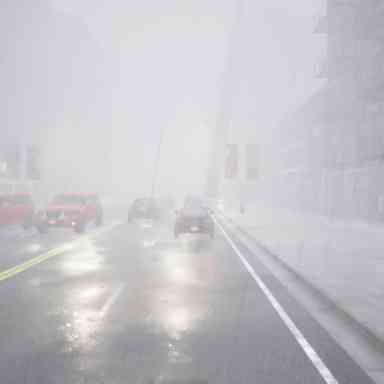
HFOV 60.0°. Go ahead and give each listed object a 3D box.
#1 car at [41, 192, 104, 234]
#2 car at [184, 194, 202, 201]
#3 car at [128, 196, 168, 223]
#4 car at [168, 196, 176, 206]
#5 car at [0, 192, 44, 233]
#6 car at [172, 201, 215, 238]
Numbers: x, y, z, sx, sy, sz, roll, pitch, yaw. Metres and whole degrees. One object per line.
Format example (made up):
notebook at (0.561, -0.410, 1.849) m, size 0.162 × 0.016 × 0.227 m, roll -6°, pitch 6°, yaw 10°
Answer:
car at (-6.523, 1.040, 18.390) m, size 2.150 × 2.045 × 5.566 m, roll 0°, pitch 1°, yaw 1°
car at (0.113, 0.968, 38.816) m, size 2.097 × 1.767 × 4.553 m, roll 0°, pitch 0°, yaw 0°
car at (-3.142, 1.118, 23.540) m, size 2.097 × 1.767 × 4.553 m, roll 0°, pitch 0°, yaw 0°
car at (-3.137, 1.148, 42.238) m, size 1.994 × 1.385 × 4.181 m, roll 0°, pitch 1°, yaw 0°
car at (-9.796, 1.060, 16.461) m, size 2.150 × 2.045 × 5.566 m, roll 0°, pitch 1°, yaw 0°
car at (0.106, 1.364, 16.382) m, size 1.812 × 1.442 × 4.674 m, roll 0°, pitch 0°, yaw 0°
